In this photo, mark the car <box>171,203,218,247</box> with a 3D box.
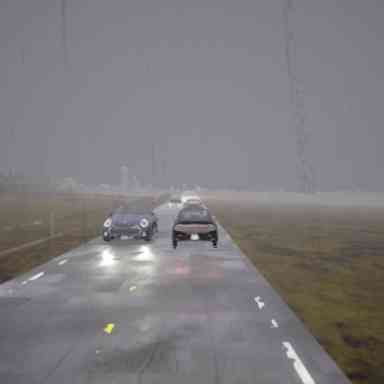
[{"bbox_3d":[0.109,1.472,14.799,2.128,1.511,4.902,0,0,0],"label":"car"}]

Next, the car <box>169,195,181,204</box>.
[{"bbox_3d":[-2.774,1.171,56.545,1.882,1.535,5.008,0,1,1],"label":"car"}]

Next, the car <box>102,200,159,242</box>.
[{"bbox_3d":[-2.839,1.329,16.207,2.097,1.767,4.553,0,0,0],"label":"car"}]

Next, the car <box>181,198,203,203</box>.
[{"bbox_3d":[0.120,1.423,32.262,1.812,1.442,4.674,0,0,0],"label":"car"}]
